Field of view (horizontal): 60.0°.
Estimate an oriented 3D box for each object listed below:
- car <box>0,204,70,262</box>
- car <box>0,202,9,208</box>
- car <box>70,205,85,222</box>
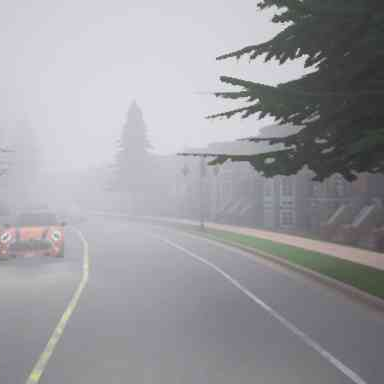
[{"bbox_3d":[-6.113,1.542,13.164,2.097,1.767,4.553,0,-1,-19],"label":"car"},{"bbox_3d":[-22.894,1.927,39.117,2.097,1.767,4.553,0,-1,-41],"label":"car"},{"bbox_3d":[-11.200,1.955,30.337,1.812,1.442,4.674,0,-1,-36],"label":"car"}]
